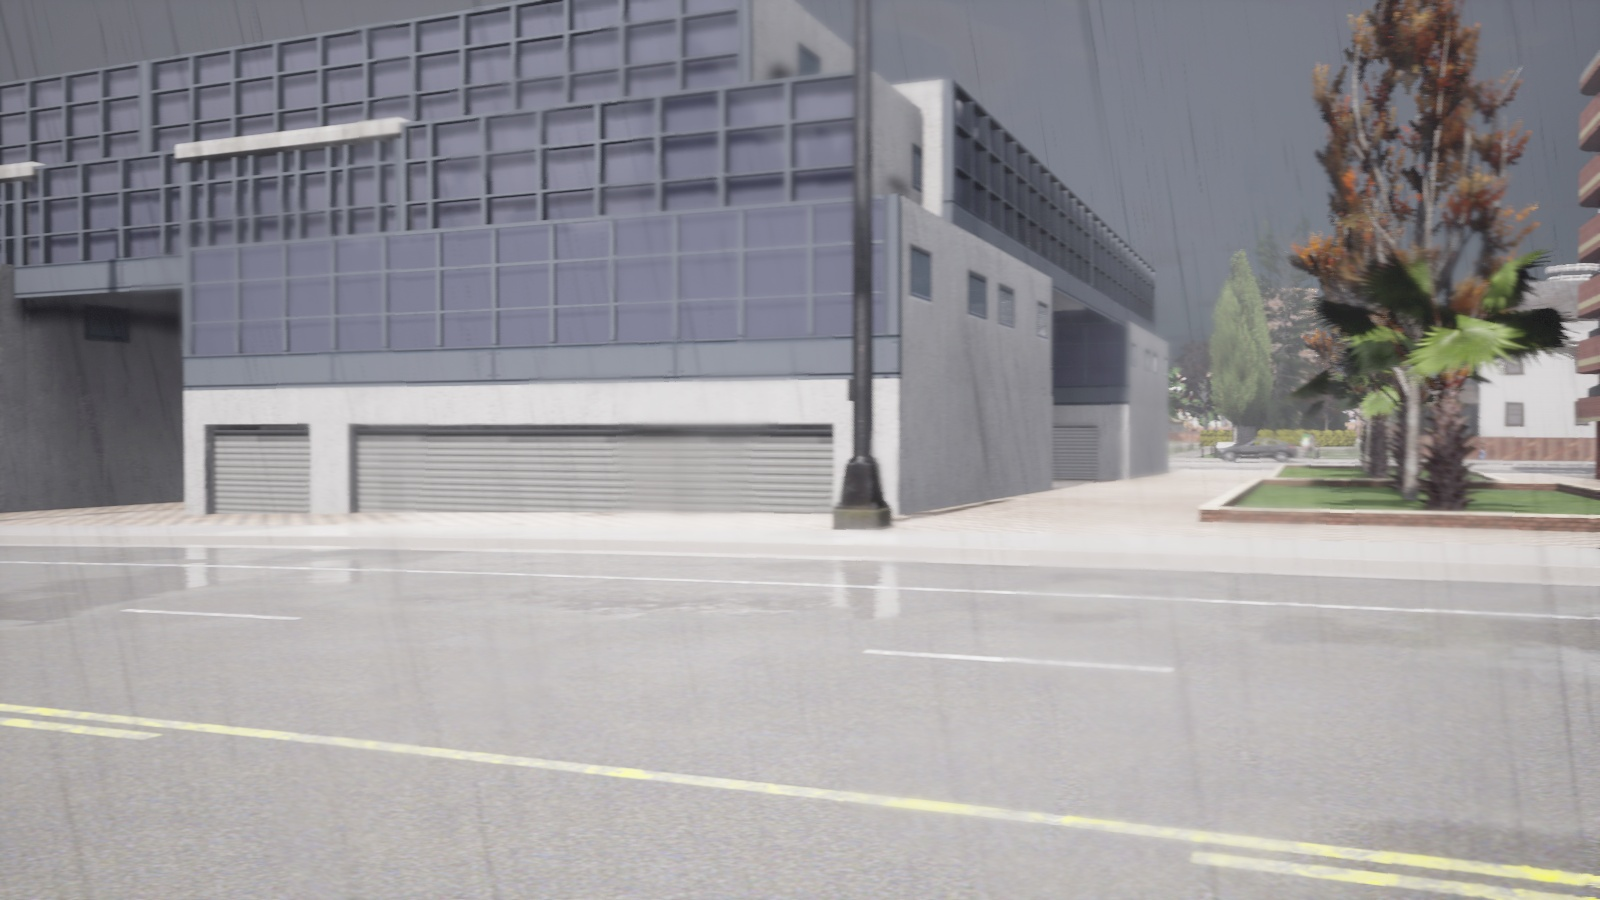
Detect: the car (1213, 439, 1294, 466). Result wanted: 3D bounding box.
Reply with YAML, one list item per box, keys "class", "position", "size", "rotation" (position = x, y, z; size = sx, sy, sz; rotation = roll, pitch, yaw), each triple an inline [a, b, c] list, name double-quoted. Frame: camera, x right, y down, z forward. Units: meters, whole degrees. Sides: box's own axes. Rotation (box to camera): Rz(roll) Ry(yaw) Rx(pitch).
- class: "car"
  position: [30.397, 0.148, 84.136]
  size: [5.027, 1.651, 2.152]
  rotation: [1, 1, 22]

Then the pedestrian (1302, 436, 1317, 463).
- class: "pedestrian"
  position: [36.221, -0.049, 89.307]
  size: [0.873, 1.952, 0.659]
  rotation: [1, 1, 33]
